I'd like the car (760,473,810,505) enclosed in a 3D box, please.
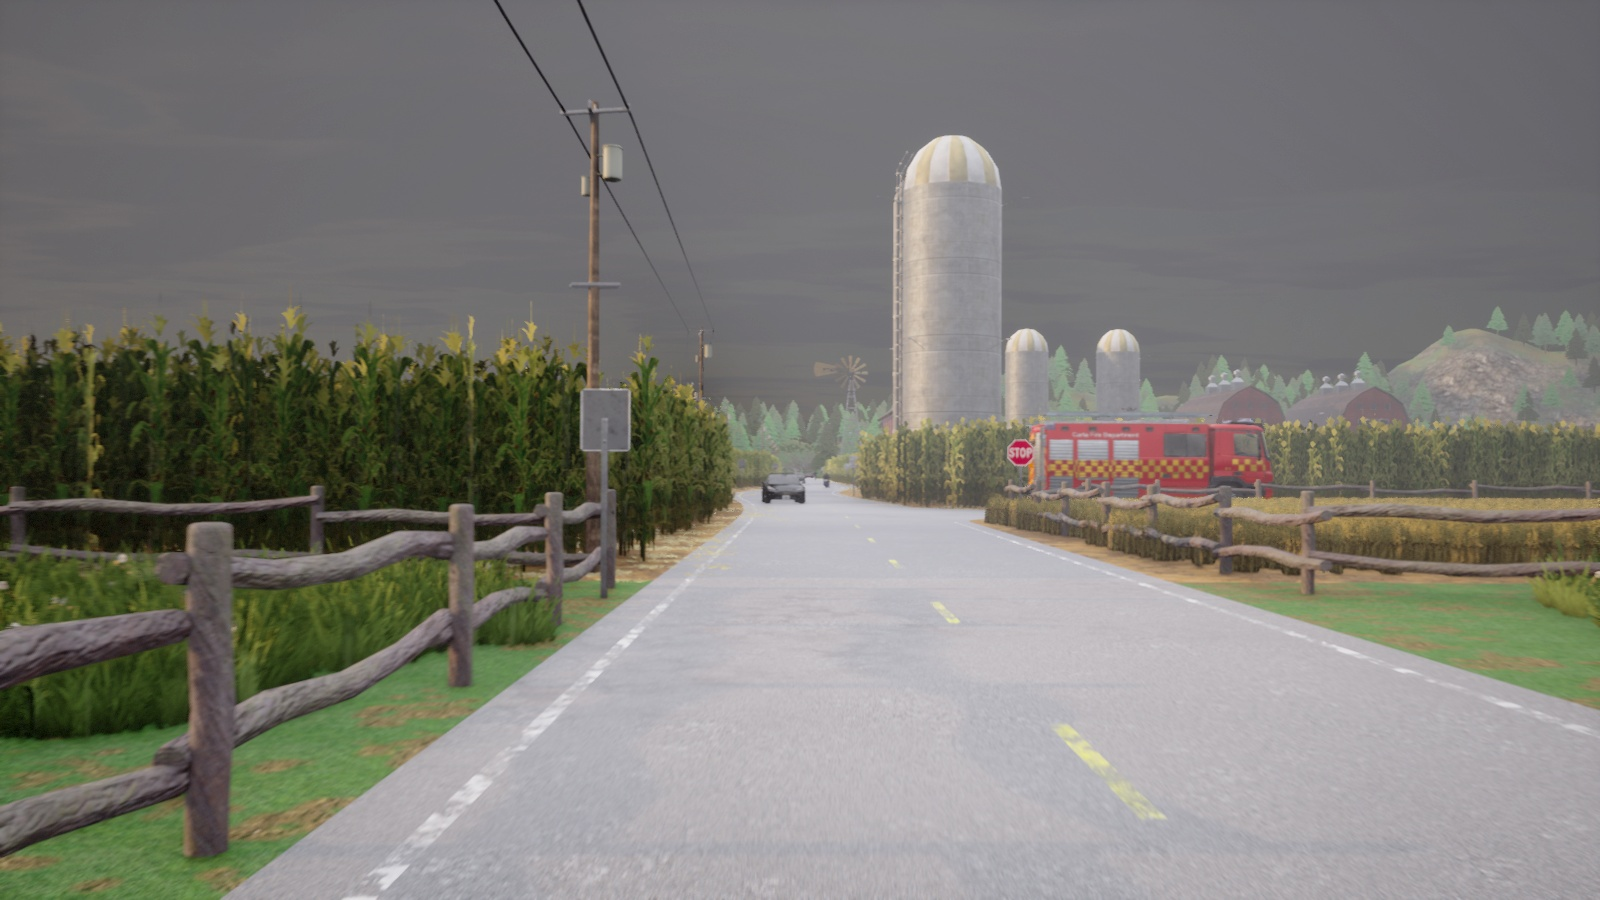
[{"bbox_3d":[-0.781,1.887,62.089,2.163,1.488,4.792,0,-1,-5],"label":"car"}]

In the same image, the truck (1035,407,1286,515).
[{"bbox_3d":[13.252,0.410,46.631,8.468,3.827,2.891,0,-1,-2],"label":"truck"}]
